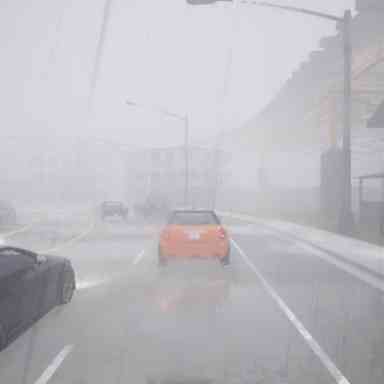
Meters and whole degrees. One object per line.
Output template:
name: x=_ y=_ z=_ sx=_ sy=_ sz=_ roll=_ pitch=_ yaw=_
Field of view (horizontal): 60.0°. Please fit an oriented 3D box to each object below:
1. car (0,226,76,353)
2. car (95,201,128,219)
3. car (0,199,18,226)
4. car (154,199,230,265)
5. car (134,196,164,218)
car: x=-3.408 y=1.520 z=5.244 sx=1.994 sy=1.385 sz=4.181 roll=0 pitch=0 yaw=0
car: x=-6.545 y=1.381 z=26.566 sx=1.895 sy=1.301 sz=4.718 roll=0 pitch=1 yaw=-24
car: x=-11.420 y=1.197 z=18.759 sx=2.097 sy=1.767 sz=4.553 roll=0 pitch=1 yaw=-16
car: x=-0.007 y=1.256 z=11.494 sx=2.097 sy=1.767 sz=4.553 roll=0 pitch=0 yaw=-2
car: x=-3.442 y=1.121 z=27.829 sx=2.097 sy=1.767 sz=4.553 roll=0 pitch=1 yaw=-23
